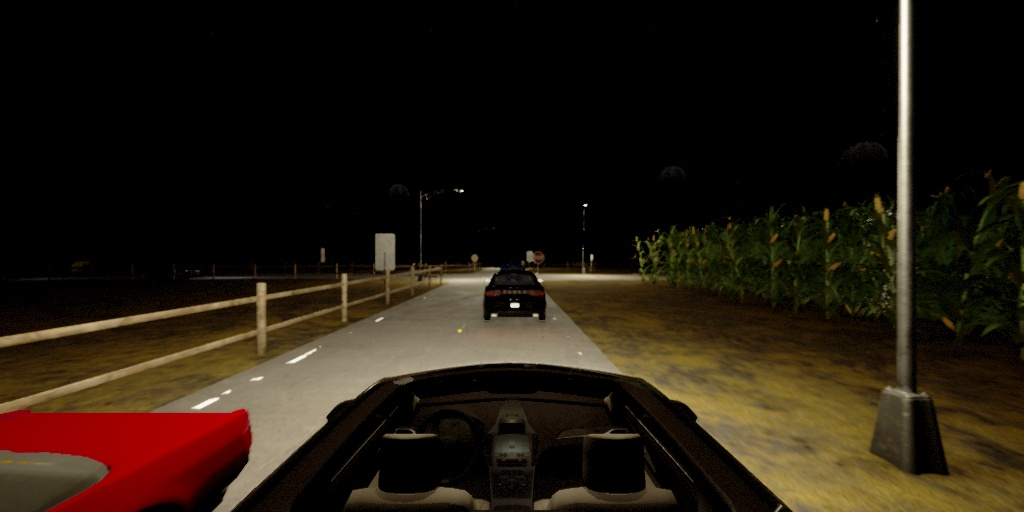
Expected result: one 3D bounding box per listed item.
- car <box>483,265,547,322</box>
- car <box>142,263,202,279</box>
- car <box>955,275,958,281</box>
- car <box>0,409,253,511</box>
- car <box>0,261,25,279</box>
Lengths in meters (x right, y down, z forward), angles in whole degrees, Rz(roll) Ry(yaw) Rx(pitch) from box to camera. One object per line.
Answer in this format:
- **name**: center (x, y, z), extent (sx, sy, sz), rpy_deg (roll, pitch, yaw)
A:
- **car**: center (0.073, 1.221, 12.345), extent (1.882, 1.535, 5.008), rpy_deg (0, 0, 0)
- **car**: center (-33.301, 1.409, 35.234), extent (4.902, 1.511, 2.128), rpy_deg (0, 1, 0)
- **car**: center (44.469, 1.929, 35.162), extent (4.181, 1.385, 1.994), rpy_deg (1, 1, 1)
- **car**: center (-2.846, 1.354, 0.396), extent (1.895, 1.301, 4.718), rpy_deg (0, 0, 0)
- **car**: center (-51.928, 1.425, 35.357), extent (5.566, 2.045, 2.150), rpy_deg (-1, 1, 0)
